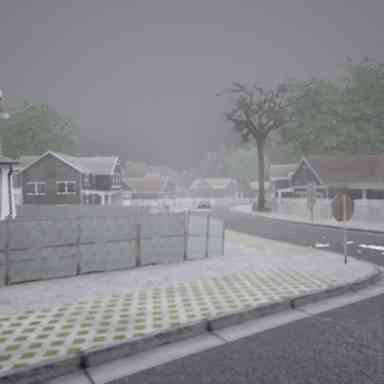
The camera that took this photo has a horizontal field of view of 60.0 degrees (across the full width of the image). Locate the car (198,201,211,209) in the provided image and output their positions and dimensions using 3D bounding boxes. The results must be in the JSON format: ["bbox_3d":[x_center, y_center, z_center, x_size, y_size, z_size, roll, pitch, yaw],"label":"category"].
[{"bbox_3d":[2.152,2.149,55.928,1.994,1.385,4.181,-2,-1,8],"label":"car"}]
